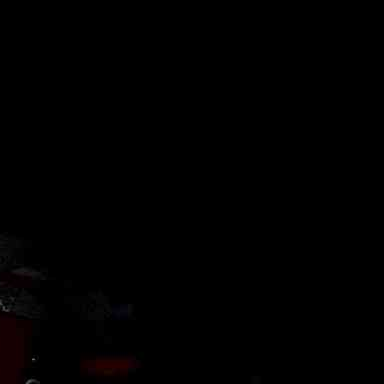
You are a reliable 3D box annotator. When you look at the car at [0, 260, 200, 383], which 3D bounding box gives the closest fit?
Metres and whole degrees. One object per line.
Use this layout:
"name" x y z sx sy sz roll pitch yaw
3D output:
"car" -1.857 1.563 4.288 4.206 1.307 1.802 0 0 35
